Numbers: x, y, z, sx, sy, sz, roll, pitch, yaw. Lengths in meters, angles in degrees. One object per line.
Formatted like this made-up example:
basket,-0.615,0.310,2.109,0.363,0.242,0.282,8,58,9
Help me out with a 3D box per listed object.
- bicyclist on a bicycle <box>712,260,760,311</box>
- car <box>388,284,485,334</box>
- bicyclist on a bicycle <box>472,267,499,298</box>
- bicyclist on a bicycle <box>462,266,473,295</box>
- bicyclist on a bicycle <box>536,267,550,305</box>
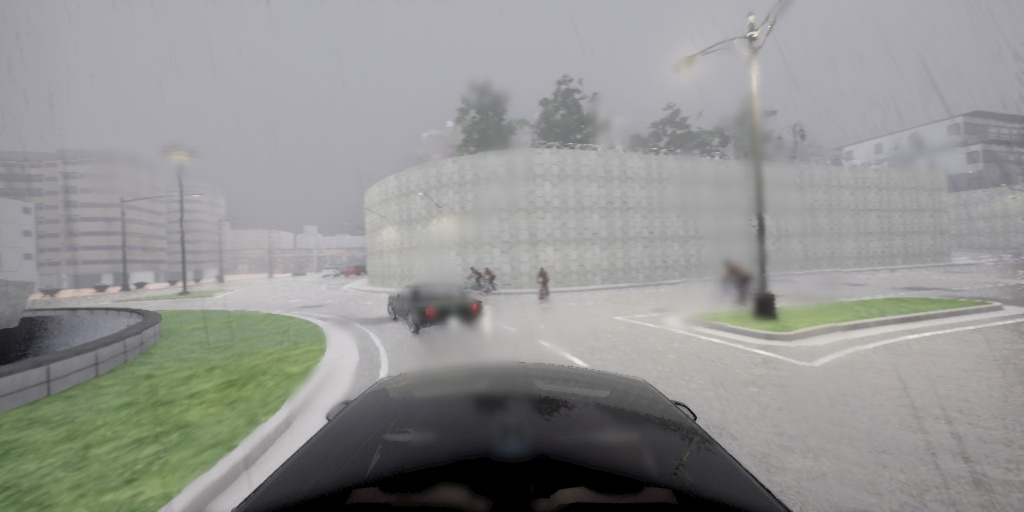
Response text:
bicyclist on a bicycle,6.926,0.931,11.091,0.582,1.620,1.656,2,-10,-31
car,-2.685,1.559,11.633,1.895,1.301,4.718,-2,-1,-30
bicyclist on a bicycle,-1.231,1.419,19.568,0.582,1.620,1.656,-5,-2,33
bicyclist on a bicycle,-2.130,1.404,20.787,1.656,1.620,0.582,-6,10,-24
bicyclist on a bicycle,1.389,1.300,15.806,0.582,1.620,1.656,-2,-1,22
